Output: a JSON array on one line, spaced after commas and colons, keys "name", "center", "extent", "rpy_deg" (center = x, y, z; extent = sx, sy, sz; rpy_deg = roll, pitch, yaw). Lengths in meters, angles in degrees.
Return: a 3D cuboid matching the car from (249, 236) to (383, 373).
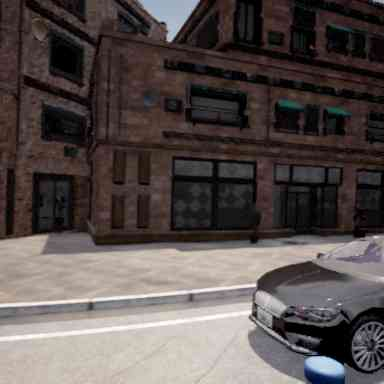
[{"name": "car", "center": [3.339, 1.510, 5.425], "extent": [4.902, 1.511, 2.128], "rpy_deg": [1, 0, -19]}]
